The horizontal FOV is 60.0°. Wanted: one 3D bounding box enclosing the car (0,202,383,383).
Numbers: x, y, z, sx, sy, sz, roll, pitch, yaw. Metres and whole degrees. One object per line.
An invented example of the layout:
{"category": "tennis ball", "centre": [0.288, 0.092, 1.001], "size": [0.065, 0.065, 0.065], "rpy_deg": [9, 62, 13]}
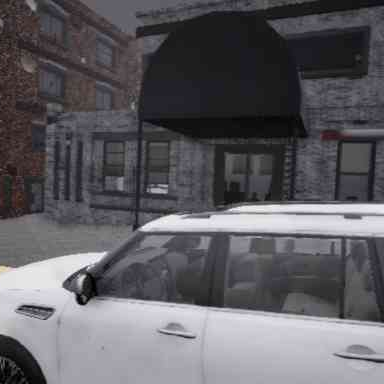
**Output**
{"category": "car", "centre": [0.372, 1.141, 3.207], "size": [5.566, 2.045, 2.435], "rpy_deg": [0, 1, 21]}
